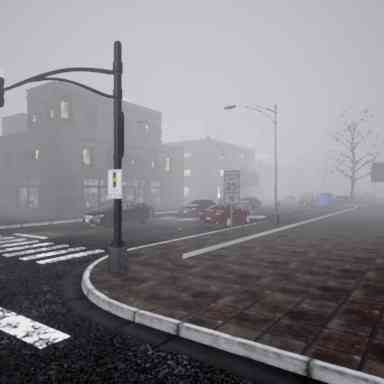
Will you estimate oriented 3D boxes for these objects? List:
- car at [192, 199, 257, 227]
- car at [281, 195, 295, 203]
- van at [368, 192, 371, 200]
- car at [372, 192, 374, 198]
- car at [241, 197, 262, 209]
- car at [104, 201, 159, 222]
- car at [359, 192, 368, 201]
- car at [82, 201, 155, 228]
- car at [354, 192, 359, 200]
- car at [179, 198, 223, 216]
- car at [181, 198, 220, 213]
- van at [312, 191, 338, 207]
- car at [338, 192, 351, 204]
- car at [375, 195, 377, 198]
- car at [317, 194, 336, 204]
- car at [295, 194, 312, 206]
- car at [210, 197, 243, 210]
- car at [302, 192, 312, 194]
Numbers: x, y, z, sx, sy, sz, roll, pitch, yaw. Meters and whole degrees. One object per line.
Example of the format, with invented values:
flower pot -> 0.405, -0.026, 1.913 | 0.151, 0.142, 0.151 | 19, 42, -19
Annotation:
car -> 2.234, 1.402, 21.395 | 1.887, 1.381, 4.507 | 0, 1, 35
car -> 16.631, 1.199, 57.014 | 1.802, 1.307, 4.206 | 0, 1, 35
van -> 36.084, 0.803, 70.446 | 1.690, 1.788, 3.998 | 0, 1, 35
car -> 39.223, 0.972, 74.995 | 1.887, 1.381, 4.507 | 0, 1, 35
car -> 6.324, 1.286, 37.515 | 1.812, 1.442, 4.674 | 0, 0, 35
car -> -4.664, 1.451, 26.156 | 1.802, 1.307, 4.206 | 0, 1, 35
car -> 32.945, 0.938, 65.898 | 1.967, 1.590, 4.097 | 0, 1, 35
car -> -4.743, 1.383, 21.491 | 2.128, 1.511, 4.902 | 0, 0, 35
car -> 26.668, 1.114, 56.803 | 1.887, 1.381, 4.507 | 0, 1, 35
car -> 0.760, 1.352, 29.459 | 1.812, 1.442, 4.674 | 0, 0, 35
car -> 0.938, 1.353, 34.274 | 2.008, 1.369, 4.403 | 0, 1, 35
van -> 17.252, 1.020, 43.157 | 1.690, 1.788, 3.998 | 0, 1, 35
car -> 23.529, 1.171, 52.255 | 1.947, 1.339, 4.313 | 0, 1, 35
car -> 45.500, 0.797, 84.091 | 1.967, 1.590, 4.097 | 0, 1, 35
car -> 22.209, 1.077, 54.929 | 1.882, 1.535, 5.008 | 0, 0, 34
car -> 16.385, 1.268, 46.475 | 1.895, 1.301, 4.718 | 0, 0, 35
car -> 4.076, 1.331, 38.822 | 1.947, 1.339, 4.313 | 0, 1, 35
car -> 22.909, 0.860, 66.109 | 2.192, 1.841, 5.009 | 0, 1, 35
